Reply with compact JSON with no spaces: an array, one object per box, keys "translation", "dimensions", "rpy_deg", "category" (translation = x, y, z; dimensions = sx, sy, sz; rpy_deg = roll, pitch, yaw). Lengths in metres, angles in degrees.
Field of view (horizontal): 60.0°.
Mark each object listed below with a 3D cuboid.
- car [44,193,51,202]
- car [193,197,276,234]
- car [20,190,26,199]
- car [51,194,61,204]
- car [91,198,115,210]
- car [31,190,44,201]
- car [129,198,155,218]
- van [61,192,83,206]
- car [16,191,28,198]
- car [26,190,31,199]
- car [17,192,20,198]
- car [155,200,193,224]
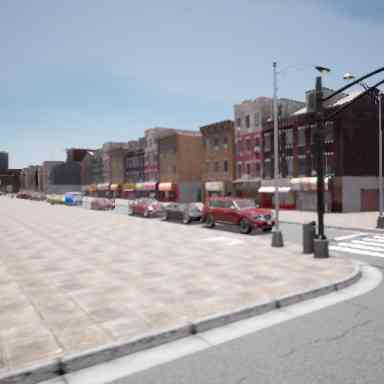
[{"translation":[-22.395,0.986,54.395],"dimensions":[1.752,1.417,4.829],"rpy_deg":[-1,1,-35],"category":"car"},{"translation":[2.578,1.260,19.330],"dimensions":[2.192,1.841,5.009],"rpy_deg":[-1,1,-35],"category":"car"},{"translation":[-35.030,0.562,72.131],"dimensions":[2.192,1.841,5.009],"rpy_deg":[-1,1,-35],"category":"car"},{"translation":[-19.261,1.042,49.995],"dimensions":[1.752,1.417,4.829],"rpy_deg":[-1,1,-35],"category":"car"},{"translation":[-9.957,1.274,36.934],"dimensions":[1.802,1.307,4.206],"rpy_deg":[-1,1,-35],"category":"car"},{"translation":[-28.761,0.790,63.333],"dimensions":[1.967,1.590,4.097],"rpy_deg":[-1,1,-35],"category":"car"},{"translation":[-3.689,1.256,28.131],"dimensions":[1.967,1.590,4.097],"rpy_deg":[-1,1,-35],"category":"car"},{"translation":[-16.226,0.914,45.730],"dimensions":[1.690,1.788,3.998],"rpy_deg":[-1,1,-35],"category":"van"},{"translation":[-41.297,0.590,80.933],"dimensions":[1.967,1.590,4.097],"rpy_deg":[-1,1,-35],"category":"car"},{"translation":[-31.895,0.738,67.733],"dimensions":[1.967,1.590,4.097],"rpy_deg":[-1,1,-35],"category":"car"},{"translation":[-38.164,0.512,76.531],"dimensions":[2.192,1.841,5.009],"rpy_deg":[-1,1,-35],"category":"car"},{"translation":[-0.555,1.446,23.734],"dimensions":[1.947,1.339,4.313],"rpy_deg":[-1,1,-35],"category":"car"}]
